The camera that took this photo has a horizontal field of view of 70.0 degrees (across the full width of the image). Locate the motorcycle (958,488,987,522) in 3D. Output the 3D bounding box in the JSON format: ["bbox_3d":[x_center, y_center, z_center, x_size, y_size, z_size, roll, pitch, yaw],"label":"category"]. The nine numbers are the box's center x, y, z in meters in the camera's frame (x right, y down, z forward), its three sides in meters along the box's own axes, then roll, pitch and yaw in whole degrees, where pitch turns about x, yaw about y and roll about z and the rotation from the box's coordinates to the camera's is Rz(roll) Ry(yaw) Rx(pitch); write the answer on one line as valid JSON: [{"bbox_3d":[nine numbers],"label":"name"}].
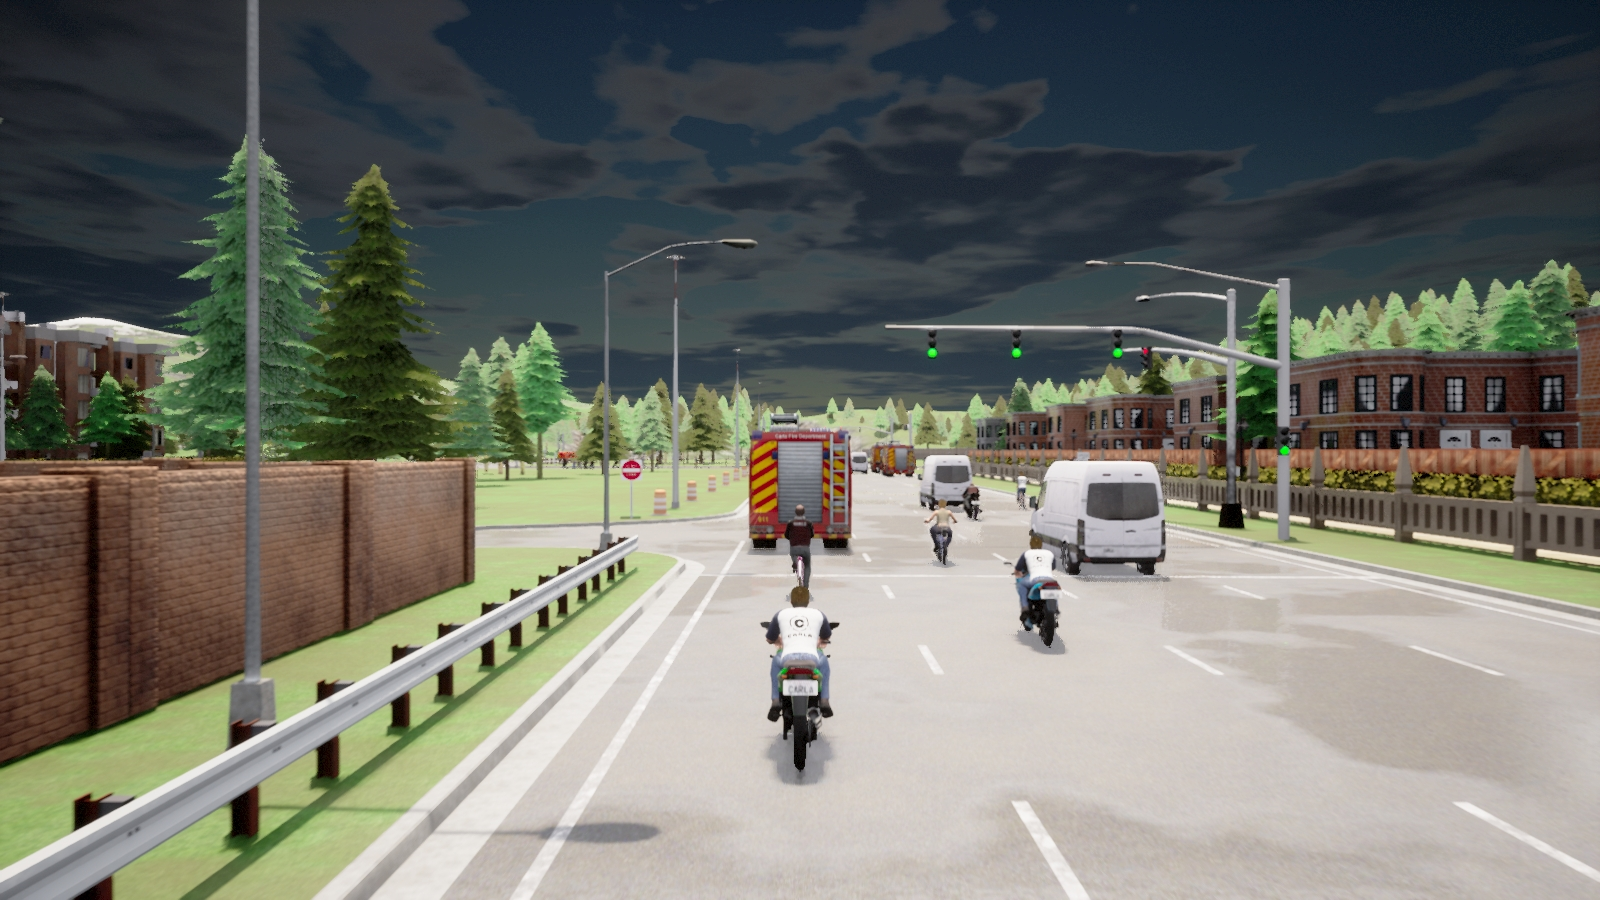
[{"bbox_3d":[7.000,2.222,46.431,0.867,1.251,2.209,0,0,0],"label":"motorcycle"}]

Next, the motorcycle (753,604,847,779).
[{"bbox_3d":[0.000,2.192,10.750,0.803,1.199,2.033,0,1,0],"label":"motorcycle"}]

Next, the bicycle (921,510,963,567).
[{"bbox_3d":[3.500,2.169,28.215,0.859,1.277,1.487,0,0,0],"label":"bicycle"}]

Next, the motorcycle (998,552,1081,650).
[{"bbox_3d":[3.500,2.192,16.884,0.803,1.199,2.033,0,-1,0],"label":"motorcycle"}]

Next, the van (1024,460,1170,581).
[{"bbox_3d":[6.997,1.545,27.651,1.988,2.561,5.915,0,0,0],"label":"van"}]

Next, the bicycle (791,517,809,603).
[{"bbox_3d":[-0.006,2.069,21.918,0.329,1.471,1.835,0,0,0],"label":"bicycle"}]

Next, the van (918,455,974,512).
[{"bbox_3d":[6.995,1.555,55.339,1.988,2.561,5.915,0,0,0],"label":"van"}]

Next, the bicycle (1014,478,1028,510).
[{"bbox_3d":[10.495,2.076,54.234,0.373,1.496,1.643,0,0,0],"label":"bicycle"}]

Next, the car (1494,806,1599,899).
[{"bbox_3d":[3.502,2.067,2.163,1.816,1.474,4.193,0,0,0],"label":"car"}]

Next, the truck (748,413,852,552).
[{"bbox_3d":[-0.004,0.904,35.864,2.891,3.827,8.468,0,0,0],"label":"truck"}]
